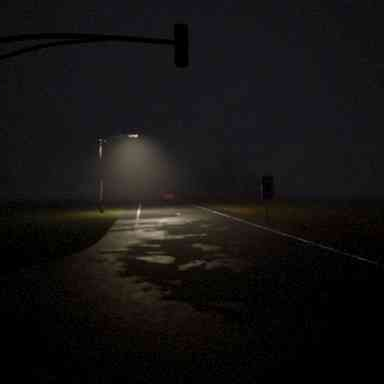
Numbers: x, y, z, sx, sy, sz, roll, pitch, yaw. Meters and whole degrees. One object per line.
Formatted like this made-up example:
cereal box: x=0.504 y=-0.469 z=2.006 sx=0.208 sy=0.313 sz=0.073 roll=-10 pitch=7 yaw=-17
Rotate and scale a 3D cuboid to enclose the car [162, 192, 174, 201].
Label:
car: x=-4.571 y=0.695 z=63.247 sx=2.097 sy=1.767 sz=4.553 roll=-1 pitch=1 yaw=-8
